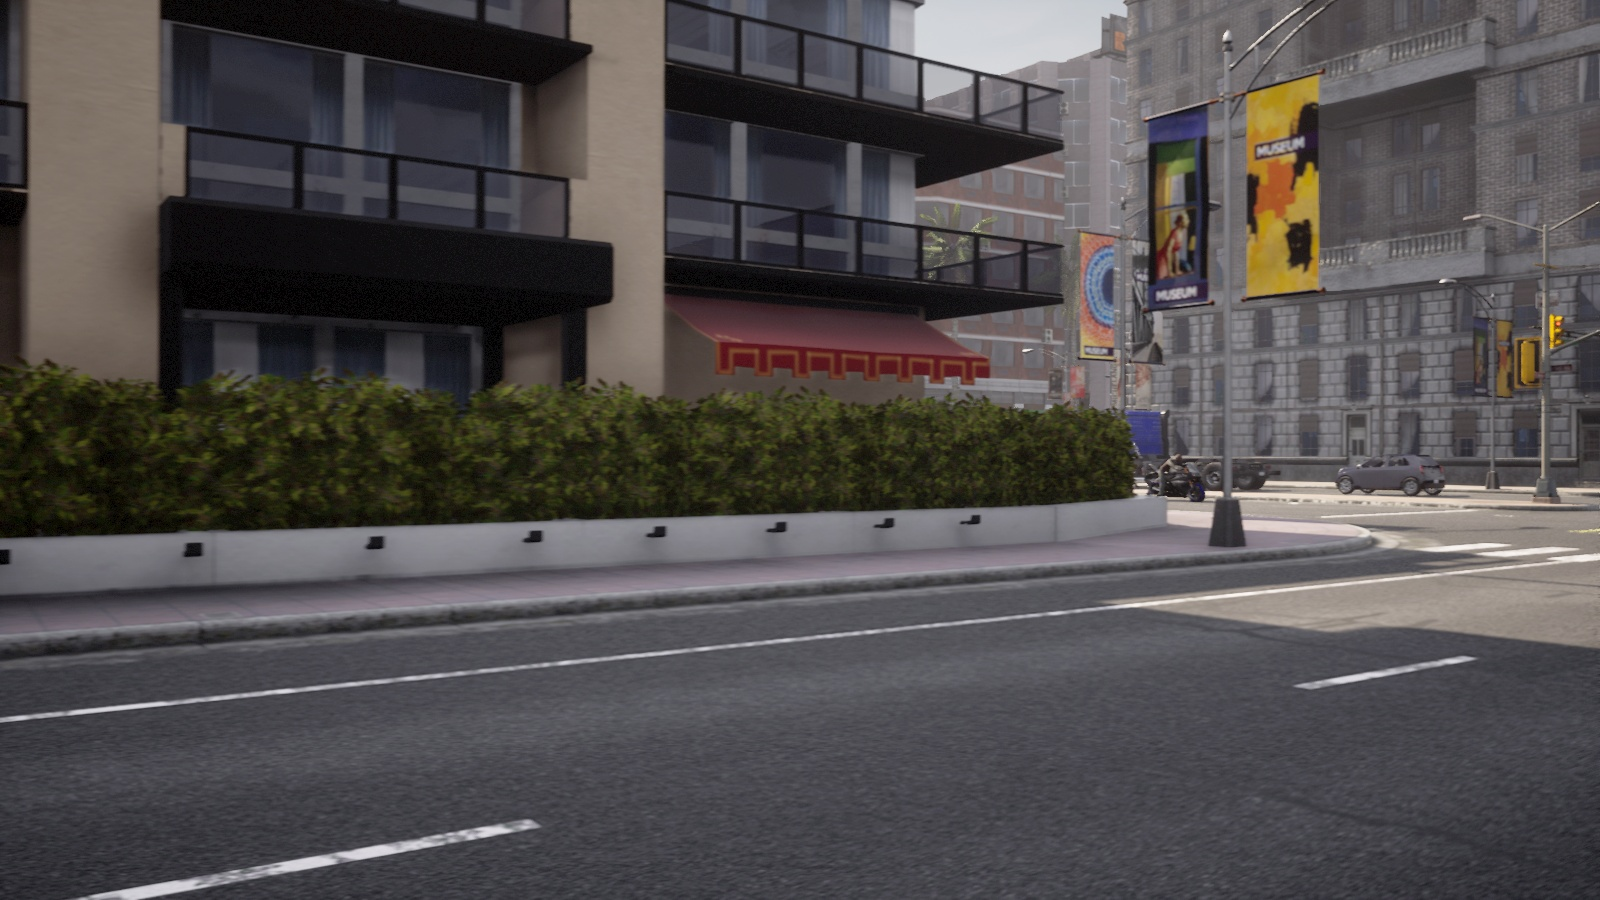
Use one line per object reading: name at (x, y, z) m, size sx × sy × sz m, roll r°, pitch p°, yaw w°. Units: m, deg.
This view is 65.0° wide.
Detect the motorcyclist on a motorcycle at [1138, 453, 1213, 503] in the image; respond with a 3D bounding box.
motorcyclist on a motorcycle at (11.779, 0.852, 39.460) m, size 0.866 × 1.530 × 2.191 m, roll 0°, pitch 0°, yaw -35°

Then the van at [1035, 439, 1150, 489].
van at (12.260, 0.572, 52.878) m, size 2.069 × 2.038 × 4.480 m, roll 0°, pitch 0°, yaw -34°

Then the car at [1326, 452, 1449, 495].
car at (21.381, 0.826, 45.793) m, size 1.845 × 1.501 × 3.633 m, roll 0°, pitch 0°, yaw -35°

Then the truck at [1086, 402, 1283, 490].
truck at (16.150, -0.140, 53.398) m, size 2.891 × 3.462 × 7.936 m, roll 0°, pitch 0°, yaw -35°
